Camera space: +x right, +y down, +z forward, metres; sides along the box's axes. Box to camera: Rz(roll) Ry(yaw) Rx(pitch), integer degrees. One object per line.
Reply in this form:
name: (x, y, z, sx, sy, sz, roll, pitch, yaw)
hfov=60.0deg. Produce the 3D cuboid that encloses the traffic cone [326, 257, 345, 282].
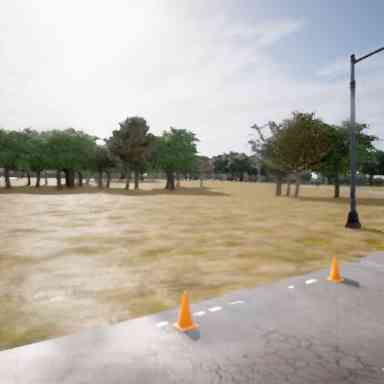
traffic cone: (3.731, 1.986, 8.661, 0.340, 0.580, 0.340, 0, 0, -39)

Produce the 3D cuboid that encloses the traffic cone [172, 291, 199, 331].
traffic cone: (-0.108, 1.970, 5.619, 0.340, 0.580, 0.340, 0, 0, -37)
